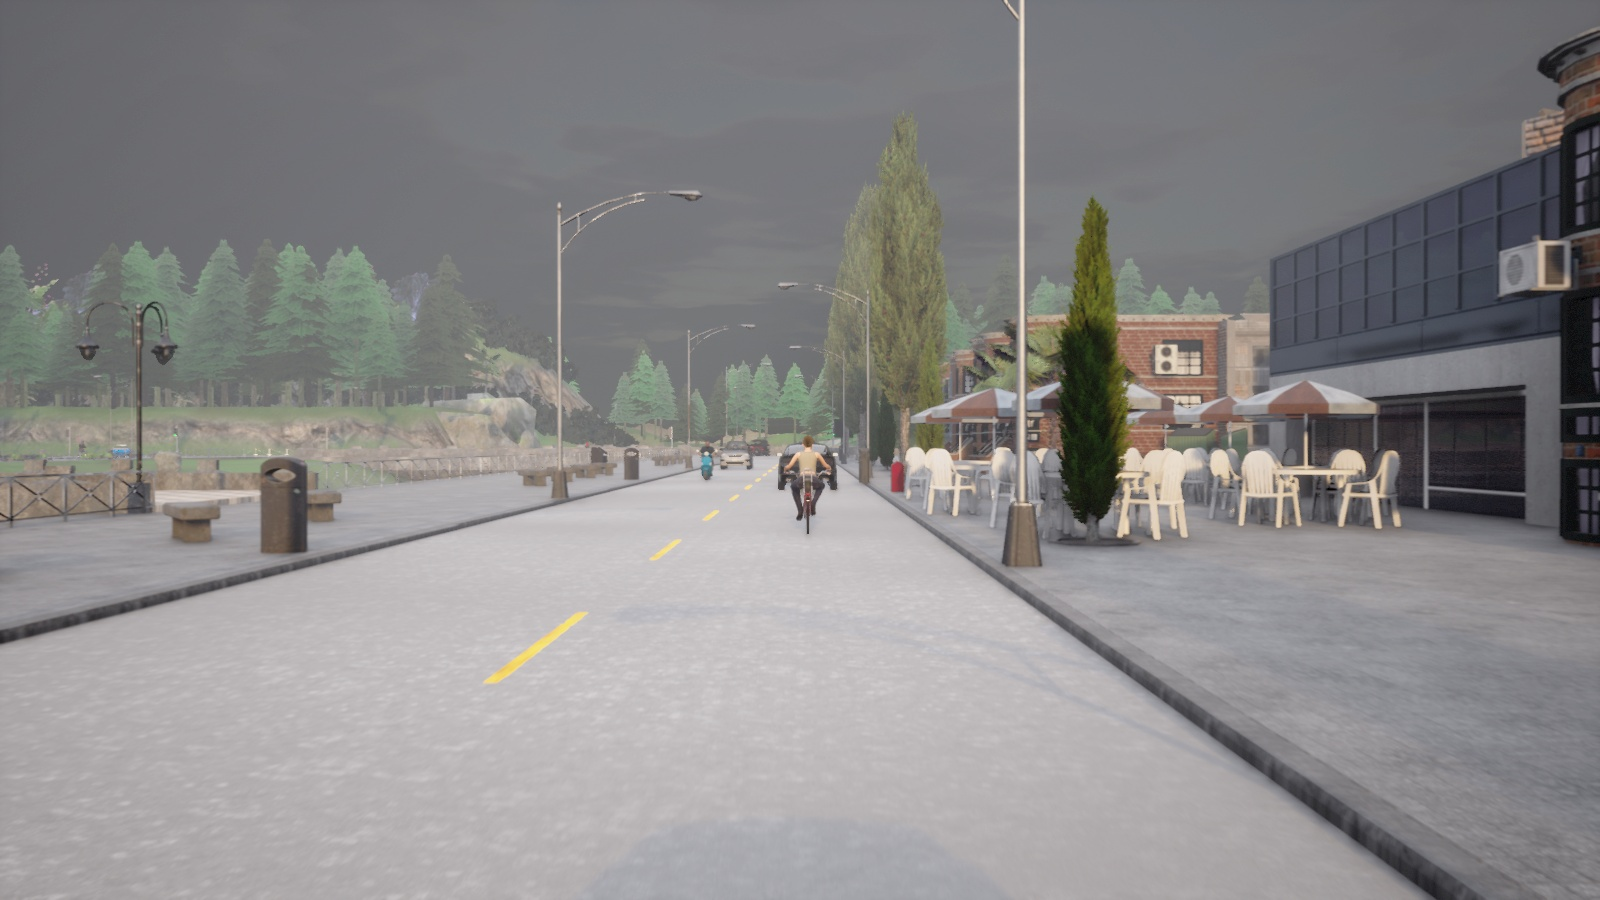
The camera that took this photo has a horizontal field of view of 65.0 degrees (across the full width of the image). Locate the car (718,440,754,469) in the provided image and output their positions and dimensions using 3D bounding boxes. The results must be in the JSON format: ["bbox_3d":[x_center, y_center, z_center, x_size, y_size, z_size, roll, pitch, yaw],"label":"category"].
[{"bbox_3d":[-3.591,0.241,71.028,1.851,1.617,3.988,0,0,0],"label":"car"}]

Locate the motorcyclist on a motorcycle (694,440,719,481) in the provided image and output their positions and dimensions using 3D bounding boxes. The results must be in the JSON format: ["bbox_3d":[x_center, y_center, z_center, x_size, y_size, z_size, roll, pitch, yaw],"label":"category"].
[{"bbox_3d":[-3.708,0.415,49.994,0.866,1.590,1.817,0,0,0],"label":"motorcyclist on a motorcycle"}]

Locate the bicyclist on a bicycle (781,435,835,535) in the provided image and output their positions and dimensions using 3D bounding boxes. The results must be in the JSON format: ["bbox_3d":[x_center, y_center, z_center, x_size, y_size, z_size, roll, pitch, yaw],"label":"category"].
[{"bbox_3d":[0.132,0.564,21.051,0.866,1.612,1.509,0,0,0],"label":"bicyclist on a bicycle"}]

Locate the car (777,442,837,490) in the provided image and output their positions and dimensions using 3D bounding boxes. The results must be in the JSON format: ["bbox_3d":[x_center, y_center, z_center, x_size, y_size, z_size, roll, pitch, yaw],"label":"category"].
[{"bbox_3d":[0.247,0.488,41.935,1.882,1.535,5.008,0,0,0],"label":"car"}]
